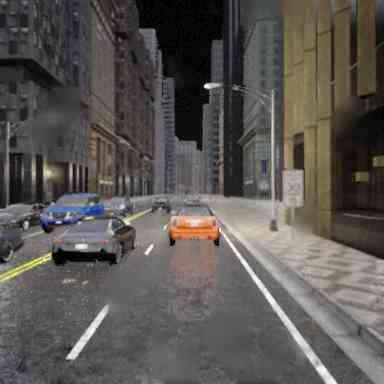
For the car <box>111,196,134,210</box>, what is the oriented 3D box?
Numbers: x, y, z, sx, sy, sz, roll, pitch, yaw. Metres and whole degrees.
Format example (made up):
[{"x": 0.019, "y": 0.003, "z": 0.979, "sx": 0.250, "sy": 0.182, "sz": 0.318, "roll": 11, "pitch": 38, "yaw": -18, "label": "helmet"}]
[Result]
[{"x": -6.549, "y": 1.218, "z": 29.528, "sx": 2.097, "sy": 1.767, "sz": 4.553, "roll": 0, "pitch": 0, "yaw": 0, "label": "car"}]

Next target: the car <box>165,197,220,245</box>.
[{"x": 0.100, "y": 1.288, "z": 15.379, "sx": 2.097, "sy": 1.767, "sz": 4.553, "roll": 0, "pitch": 0, "yaw": 0, "label": "car"}]

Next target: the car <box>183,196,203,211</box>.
[{"x": 0.096, "y": 1.316, "z": 38.628, "sx": 2.128, "sy": 1.511, "sz": 4.902, "roll": 0, "pitch": 0, "yaw": 0, "label": "car"}]

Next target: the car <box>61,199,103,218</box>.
[{"x": -9.783, "y": 1.411, "z": 30.107, "sx": 2.033, "sy": 1.411, "sz": 5.357, "roll": 0, "pitch": 0, "yaw": 0, "label": "car"}]

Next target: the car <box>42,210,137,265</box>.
[{"x": -3.151, "y": 1.516, "z": 11.473, "sx": 1.994, "sy": 1.385, "sz": 4.181, "roll": 0, "pitch": 0, "yaw": 0, "label": "car"}]

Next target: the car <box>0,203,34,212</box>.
[{"x": -9.841, "y": 1.419, "z": 19.447, "sx": 1.837, "sy": 1.490, "sz": 4.892, "roll": 0, "pitch": 0, "yaw": 0, "label": "car"}]

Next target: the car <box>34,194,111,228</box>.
[{"x": -6.609, "y": 1.137, "z": 19.199, "sx": 2.150, "sy": 2.045, "sz": 5.566, "roll": 0, "pitch": 0, "yaw": 0, "label": "car"}]

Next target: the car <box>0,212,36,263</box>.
[{"x": -6.599, "y": 1.510, "z": 9.018, "sx": 2.033, "sy": 1.411, "sz": 5.357, "roll": 0, "pitch": 0, "yaw": 0, "label": "car"}]

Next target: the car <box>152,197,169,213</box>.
[{"x": -3.154, "y": 1.345, "z": 35.334, "sx": 1.837, "sy": 1.490, "sz": 4.892, "roll": 0, "pitch": 1, "yaw": 0, "label": "car"}]
